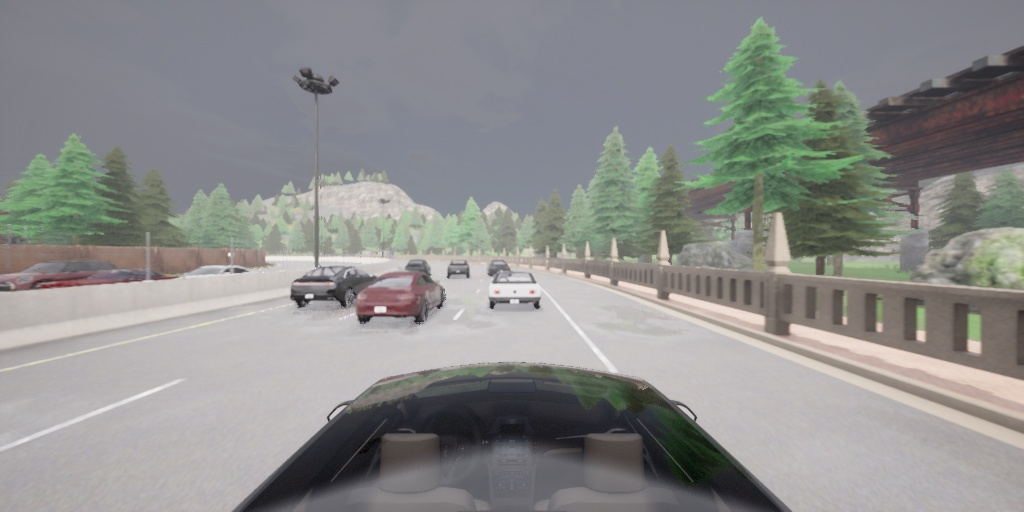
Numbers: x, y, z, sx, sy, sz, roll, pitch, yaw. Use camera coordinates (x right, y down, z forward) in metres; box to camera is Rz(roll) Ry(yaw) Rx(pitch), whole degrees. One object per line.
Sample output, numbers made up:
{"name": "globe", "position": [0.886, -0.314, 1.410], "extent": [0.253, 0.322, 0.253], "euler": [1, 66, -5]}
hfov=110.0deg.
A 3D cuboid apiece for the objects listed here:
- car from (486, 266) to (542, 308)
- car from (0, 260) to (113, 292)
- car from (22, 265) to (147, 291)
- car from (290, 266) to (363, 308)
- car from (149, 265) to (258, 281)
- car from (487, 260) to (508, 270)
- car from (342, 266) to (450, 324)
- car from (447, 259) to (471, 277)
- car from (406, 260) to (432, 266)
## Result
{"name": "car", "position": [0.073, 1.260, 14.551], "extent": [1.895, 1.301, 4.718], "euler": [0, 0, -1]}
{"name": "car", "position": [-21.206, 0.996, 16.847], "extent": [2.097, 1.767, 4.553], "euler": [0, 0, -1]}
{"name": "car", "position": [-17.616, 1.250, 16.019], "extent": [1.895, 1.301, 4.718], "euler": [0, 0, -1]}
{"name": "car", "position": [-6.933, 1.151, 14.647], "extent": [2.128, 1.511, 4.902], "euler": [0, 0, -1]}
{"name": "car", "position": [-14.201, 1.167, 17.227], "extent": [1.812, 1.442, 4.674], "euler": [0, 0, -1]}
{"name": "car", "position": [-1.254, 1.060, 32.254], "extent": [1.812, 1.442, 4.674], "euler": [0, 0, -8]}
{"name": "car", "position": [-3.416, 1.206, 11.586], "extent": [1.812, 1.442, 4.674], "euler": [0, 0, 0]}
{"name": "car", "position": [-4.635, 1.034, 31.172], "extent": [2.128, 1.511, 4.902], "euler": [0, 0, -8]}
{"name": "car", "position": [-8.172, 1.047, 31.276], "extent": [1.837, 1.490, 4.892], "euler": [0, 0, -8]}
